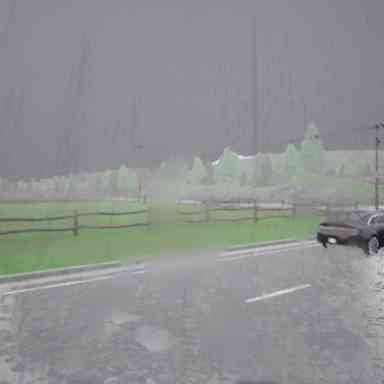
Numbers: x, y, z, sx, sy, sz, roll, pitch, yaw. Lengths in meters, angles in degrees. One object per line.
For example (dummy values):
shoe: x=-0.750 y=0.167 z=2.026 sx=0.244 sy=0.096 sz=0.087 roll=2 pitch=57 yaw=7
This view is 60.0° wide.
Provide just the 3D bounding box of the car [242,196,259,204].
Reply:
car: x=9.188 y=1.546 z=61.607 sx=2.033 sy=1.411 sz=5.357 roll=0 pitch=0 yaw=-35

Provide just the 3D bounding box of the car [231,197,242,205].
car: x=6.147 y=1.600 z=59.791 sx=1.895 sy=1.301 sz=4.718 roll=0 pitch=0 yaw=-36

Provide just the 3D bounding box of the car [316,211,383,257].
car: x=6.906 y=1.492 z=13.043 sx=4.902 sy=1.511 sz=2.128 roll=0 pitch=0 yaw=-35

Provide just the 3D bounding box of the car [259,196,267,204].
car: x=12.200 y=1.492 z=63.422 sx=2.128 sy=1.511 sz=4.902 roll=0 pitch=0 yaw=-36

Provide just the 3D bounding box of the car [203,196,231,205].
car: x=3.848 y=1.489 z=56.972 sx=2.128 sy=1.511 sz=4.902 roll=0 pitch=0 yaw=-36
